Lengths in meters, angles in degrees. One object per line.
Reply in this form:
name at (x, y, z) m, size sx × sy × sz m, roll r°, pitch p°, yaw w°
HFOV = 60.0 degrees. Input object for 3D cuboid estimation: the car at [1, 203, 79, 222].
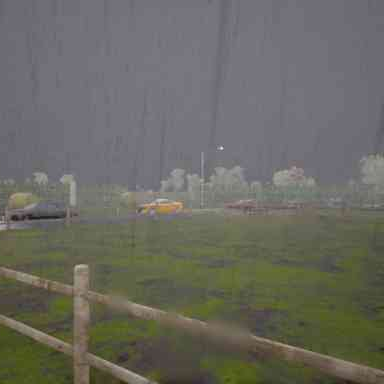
car at (-11.678, 1.543, 25.909) m, size 5.357 × 1.411 × 2.033 m, roll 0°, pitch 0°, yaw -45°

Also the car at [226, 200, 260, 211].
car at (6.481, 1.624, 42.295) m, size 4.718 × 1.301 × 1.895 m, roll 0°, pitch 0°, yaw -39°

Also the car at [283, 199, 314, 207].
car at (14.518, 1.649, 45.059) m, size 4.718 × 1.301 × 1.895 m, roll 0°, pitch 0°, yaw -37°

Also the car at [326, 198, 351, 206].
car at (22.436, 1.587, 51.081) m, size 4.674 × 1.442 × 1.812 m, roll 0°, pitch 0°, yaw -36°

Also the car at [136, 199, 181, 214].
car at (-3.340, 1.487, 33.802) m, size 5.008 × 1.535 × 1.882 m, roll 0°, pitch 0°, yaw -42°
